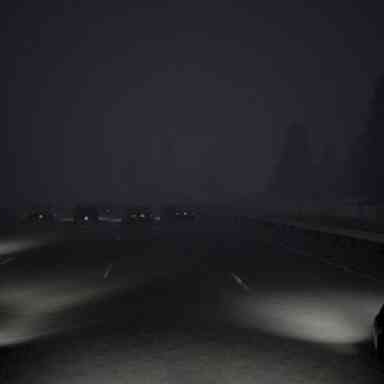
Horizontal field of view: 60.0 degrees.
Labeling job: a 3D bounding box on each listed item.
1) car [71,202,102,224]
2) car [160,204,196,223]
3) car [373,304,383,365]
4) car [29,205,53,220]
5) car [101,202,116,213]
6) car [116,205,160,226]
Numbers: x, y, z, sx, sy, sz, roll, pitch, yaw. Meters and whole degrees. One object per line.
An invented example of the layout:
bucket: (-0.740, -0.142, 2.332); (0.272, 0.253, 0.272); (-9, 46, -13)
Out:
car: (-8.520, 1.662, 26.588); (1.837, 1.490, 4.892); (0, 0, -19)
car: (-1.299, 1.693, 27.229); (2.033, 1.411, 5.357); (0, 0, -19)
car: (3.294, 1.512, 2.288); (1.837, 1.490, 4.892); (0, 0, -2)
car: (-13.622, 1.783, 30.131); (1.895, 1.301, 4.718); (0, 0, -23)
car: (-10.508, 1.827, 39.538); (1.895, 1.301, 4.718); (0, 0, -29)
car: (-4.178, 1.686, 24.955); (2.033, 1.411, 5.357); (0, 0, -19)
